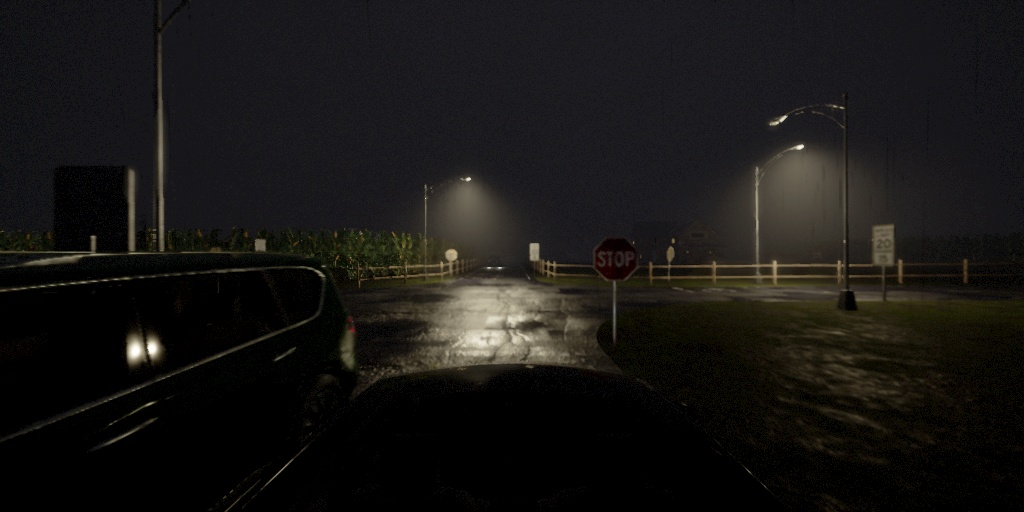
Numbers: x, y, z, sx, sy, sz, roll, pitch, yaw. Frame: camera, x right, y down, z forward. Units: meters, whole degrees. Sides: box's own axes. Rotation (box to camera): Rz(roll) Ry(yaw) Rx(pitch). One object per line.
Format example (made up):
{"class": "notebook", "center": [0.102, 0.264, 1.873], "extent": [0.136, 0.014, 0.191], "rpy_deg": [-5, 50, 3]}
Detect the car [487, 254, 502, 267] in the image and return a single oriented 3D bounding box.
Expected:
{"class": "car", "center": [-2.681, 0.757, 56.231], "extent": [2.150, 2.045, 5.566], "rpy_deg": [0, 2, 0]}

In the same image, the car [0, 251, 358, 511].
{"class": "car", "center": [-2.752, 0.990, 1.691], "extent": [2.150, 2.045, 5.566], "rpy_deg": [0, 0, 0]}
